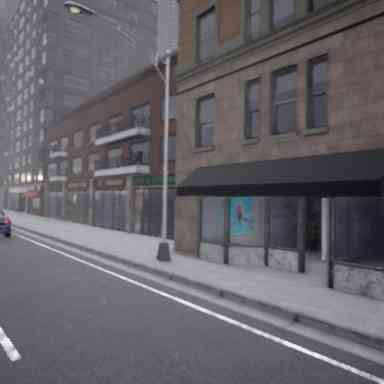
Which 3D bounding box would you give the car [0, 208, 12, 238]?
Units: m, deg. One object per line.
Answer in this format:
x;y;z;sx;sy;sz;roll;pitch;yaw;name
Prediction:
-11.704;1.564;18.678;2.097;1.767;4.553;2;-2;-40;car
